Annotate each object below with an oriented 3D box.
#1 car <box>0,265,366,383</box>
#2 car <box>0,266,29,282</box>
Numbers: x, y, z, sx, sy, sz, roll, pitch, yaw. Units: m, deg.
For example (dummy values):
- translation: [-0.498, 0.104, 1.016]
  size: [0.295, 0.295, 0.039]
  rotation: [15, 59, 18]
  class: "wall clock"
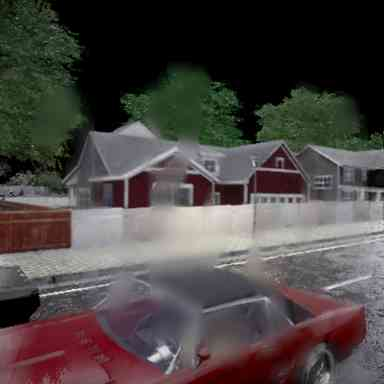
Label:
- translation: [-0.247, 1.606, 3.494]
  size: [4.718, 1.301, 1.895]
  rotation: [0, 0, -36]
  class: "car"
- translation: [-4.681, 1.596, 4.332]
  size: [4.718, 1.301, 1.895]
  rotation: [0, 0, -35]
  class: "car"
